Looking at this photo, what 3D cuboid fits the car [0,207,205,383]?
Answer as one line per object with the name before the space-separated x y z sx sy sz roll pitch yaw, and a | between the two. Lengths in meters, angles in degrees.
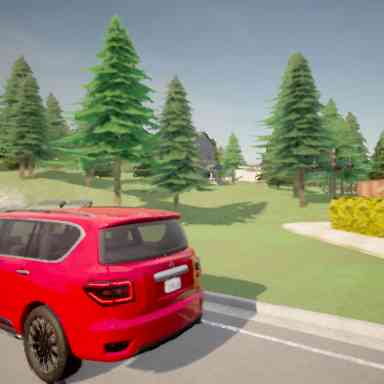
car | -2.420 1.279 5.720 5.566 2.045 2.150 -1 0 36
